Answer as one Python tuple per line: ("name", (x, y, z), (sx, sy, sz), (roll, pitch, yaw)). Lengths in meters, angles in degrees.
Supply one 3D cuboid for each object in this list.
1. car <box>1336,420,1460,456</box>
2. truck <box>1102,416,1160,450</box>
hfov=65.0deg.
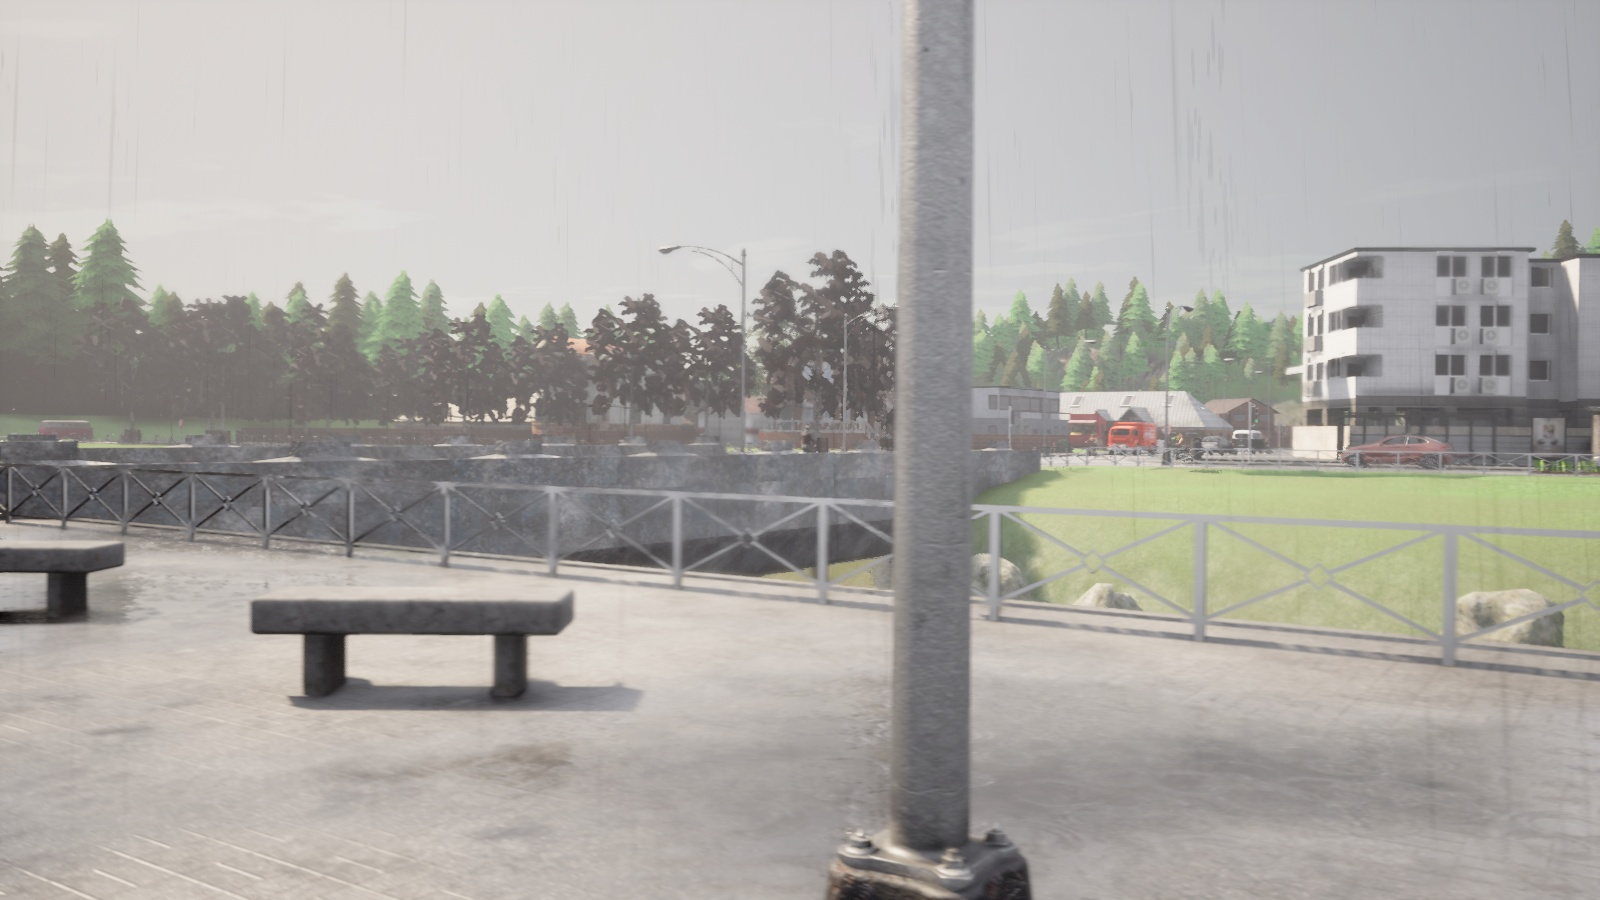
("car", (28.305, -0.558, 59.507), (5.027, 1.651, 2.152), (0, 1, 34))
("truck", (24.537, -1.247, 93.041), (2.627, 2.467, 5.204), (0, 1, 34))
